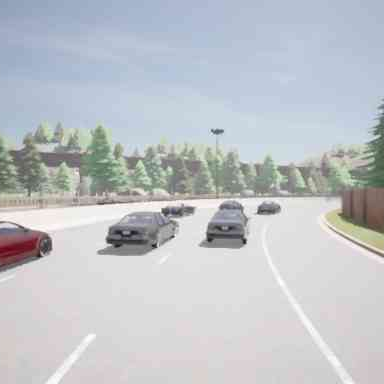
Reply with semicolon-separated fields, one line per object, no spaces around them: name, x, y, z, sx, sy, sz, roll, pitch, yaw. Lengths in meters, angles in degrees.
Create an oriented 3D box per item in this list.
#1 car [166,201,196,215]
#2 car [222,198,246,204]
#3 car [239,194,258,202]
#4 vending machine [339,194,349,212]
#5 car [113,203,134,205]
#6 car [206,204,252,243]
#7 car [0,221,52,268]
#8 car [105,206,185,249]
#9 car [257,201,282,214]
car;-1.153;1.629;31.310;1.895;1.301;4.718;0;0;20
car;4.171;1.582;35.200;1.812;1.442;4.674;0;0;23
car;13.508;1.386;78.857;4.553;1.767;2.097;0;0;-43
vending machine;18.774;1.323;41.089;1.100;2.100;0.880;0;0;31
car;-7.869;1.611;43.072;1.895;1.301;4.718;0;0;25
car;1.890;1.573;16.465;2.033;1.411;5.357;0;0;12
car;-6.100;1.548;10.164;1.994;1.385;4.181;0;0;6
car;-1.982;1.554;14.739;2.033;1.411;5.357;0;0;10
car;8.469;1.640;36.224;1.994;1.385;4.181;0;0;25
